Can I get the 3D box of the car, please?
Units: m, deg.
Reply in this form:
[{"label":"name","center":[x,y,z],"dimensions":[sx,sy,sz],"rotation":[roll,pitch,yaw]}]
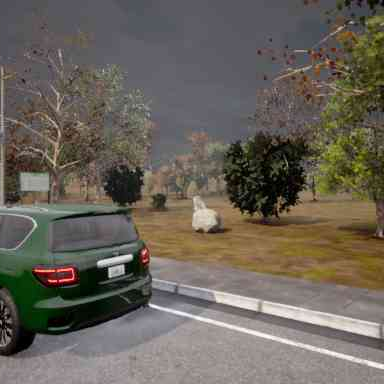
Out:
[{"label":"car","center":[-3.265,1.221,6.299],"dimensions":[5.566,2.045,2.150],"rotation":[0,0,35]}]
